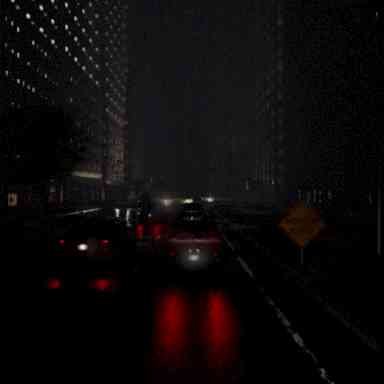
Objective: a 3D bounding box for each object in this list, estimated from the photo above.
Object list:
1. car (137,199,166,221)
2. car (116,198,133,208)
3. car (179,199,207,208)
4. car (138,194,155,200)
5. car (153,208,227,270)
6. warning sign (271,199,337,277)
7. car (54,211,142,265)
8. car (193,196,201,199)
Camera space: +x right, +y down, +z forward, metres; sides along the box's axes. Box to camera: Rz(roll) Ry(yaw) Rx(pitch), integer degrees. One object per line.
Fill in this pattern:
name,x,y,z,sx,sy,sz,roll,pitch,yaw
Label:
car,-3.174,1.570,27.409,1.812,1.442,4.674,0,0,0
car,-9.831,1.606,48.892,1.812,1.442,4.674,0,0,0
car,0.071,1.549,26.294,1.837,1.490,4.892,0,0,0
car,-6.583,1.300,48.486,2.150,2.045,5.566,0,0,0
car,0.071,1.510,11.120,2.128,1.511,4.902,0,0,0
warning sign,2.864,1.129,8.660,1.300,1.860,1.060,1,1,0
car,-3.177,1.583,11.718,1.994,1.385,4.181,0,0,0
car,1.131,1.627,74.685,1.837,1.490,4.892,0,0,0
